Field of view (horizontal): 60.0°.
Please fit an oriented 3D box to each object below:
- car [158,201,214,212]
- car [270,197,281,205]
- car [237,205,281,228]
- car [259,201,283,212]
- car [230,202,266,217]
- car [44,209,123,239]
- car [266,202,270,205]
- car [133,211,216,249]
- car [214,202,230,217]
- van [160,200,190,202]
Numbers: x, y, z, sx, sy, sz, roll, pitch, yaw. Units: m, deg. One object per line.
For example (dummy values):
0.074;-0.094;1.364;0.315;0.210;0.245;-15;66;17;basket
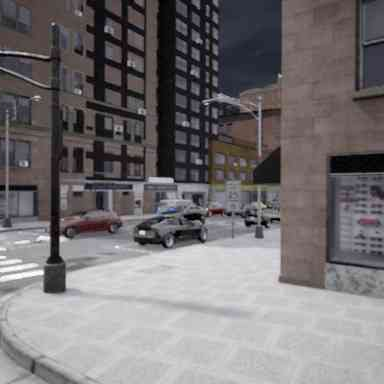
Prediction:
-0.628;1.780;26.794;2.128;1.511;4.902;1;0;36;car
11.780;1.687;43.922;2.150;2.045;5.566;1;0;36;car
5.472;1.917;25.082;1.947;1.339;4.313;0;0;36;car
11.402;2.055;47.905;1.802;1.307;4.206;0;-1;36;car
5.473;1.920;35.256;2.033;1.411;5.357;1;0;36;car
-6.094;1.742;19.202;1.812;1.442;4.674;1;0;37;car
8.090;1.947;43.307;1.752;1.417;4.829;0;-1;36;car
-0.952;1.832;16.161;1.947;1.339;4.313;0;0;36;car
1.767;1.770;34.525;1.967;1.590;4.097;0;0;36;car
-1.445;1.627;30.065;1.690;1.788;3.998;0;0;36;van
